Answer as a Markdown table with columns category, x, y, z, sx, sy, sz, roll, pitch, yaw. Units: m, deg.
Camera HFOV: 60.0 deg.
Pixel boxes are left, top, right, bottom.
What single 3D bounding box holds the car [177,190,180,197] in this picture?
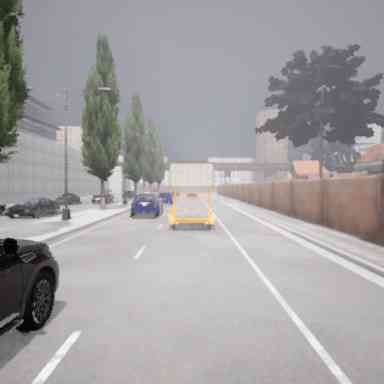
| category | x | y | z | sx | sy | sz | roll | pitch | yaw |
| --- | --- | --- | --- | --- | --- | --- | --- | --- | --- |
| car | -3.537 | 0.273 | 72.695 | 2.128 | 1.511 | 4.902 | 0 | 1 | 0 |

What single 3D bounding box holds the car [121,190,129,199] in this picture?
| category | x | y | z | sx | sy | sz | roll | pitch | yaw |
| --- | --- | --- | --- | --- | --- | --- | --- | --- | --- |
| car | -11.561 | 0.464 | 60.445 | 1.837 | 1.490 | 4.892 | 0 | 1 | 1 |

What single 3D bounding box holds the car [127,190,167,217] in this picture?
| category | x | y | z | sx | sy | sz | roll | pitch | yaw |
| --- | --- | --- | --- | --- | --- | --- | --- | --- | --- |
| car | -3.414 | 0.904 | 25.921 | 2.097 | 1.767 | 4.553 | 0 | 1 | 0 |

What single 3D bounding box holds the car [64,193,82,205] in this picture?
| category | x | y | z | sx | sy | sz | roll | pitch | yaw |
| --- | --- | --- | --- | --- | --- | --- | --- | --- | --- |
| car | -15.111 | 0.822 | 40.802 | 1.812 | 1.442 | 4.674 | 0 | 1 | 0 |

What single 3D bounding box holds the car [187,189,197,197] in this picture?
| category | x | y | z | sx | sy | sz | roll | pitch | yaw |
| --- | --- | --- | --- | --- | --- | --- | --- | --- | --- |
| car | -0.033 | 0.497 | 64.032 | 1.895 | 1.301 | 4.718 | 0 | 1 | 0 |

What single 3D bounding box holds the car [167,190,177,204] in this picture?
| category | x | y | z | sx | sy | sz | roll | pitch | yaw |
| --- | --- | --- | --- | --- | --- | --- | --- | --- | --- |
| car | -3.422 | 0.721 | 43.867 | 1.882 | 1.535 | 5.008 | 0 | 1 | 0 |

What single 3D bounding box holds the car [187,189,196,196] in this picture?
| category | x | y | z | sx | sy | sz | roll | pitch | yaw |
| --- | --- | --- | --- | --- | --- | --- | --- | --- | --- |
| car | -0.038 | 0.133 | 74.104 | 1.882 | 1.535 | 5.008 | 0 | 1 | 0 |

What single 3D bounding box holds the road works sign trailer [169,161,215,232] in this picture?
| category | x | y | z | sx | sy | sz | roll | pitch | yaw |
| --- | --- | --- | --- | --- | --- | --- | --- | --- | --- |
| road works sign trailer | -0.009 | 0.154 | 17.889 | 2.380 | 3.560 | 2.880 | 0 | 1 | 0 |

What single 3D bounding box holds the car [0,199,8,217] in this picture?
| category | x | y | z | sx | sy | sz | roll | pitch | yaw |
| --- | --- | --- | --- | --- | --- | --- | --- | --- | --- |
| car | -15.111 | 1.195 | 23.217 | 1.895 | 1.301 | 4.718 | 0 | 1 | 0 |

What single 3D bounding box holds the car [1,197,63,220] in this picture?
| category | x | y | z | sx | sy | sz | roll | pitch | yaw |
| --- | --- | --- | --- | --- | --- | --- | --- | --- | --- |
| car | -11.613 | 1.122 | 24.624 | 2.033 | 1.411 | 5.357 | 0 | 1 | 0 |

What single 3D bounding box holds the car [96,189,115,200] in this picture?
| category | x | y | z | sx | sy | sz | roll | pitch | yaw |
| --- | --- | --- | --- | --- | --- | --- | --- | --- | --- |
| car | -15.073 | 0.348 | 58.232 | 2.097 | 1.767 | 4.553 | 0 | 1 | 1 |

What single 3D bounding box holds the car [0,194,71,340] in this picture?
| category | x | y | z | sx | sy | sz | roll | pitch | yaw |
| --- | --- | --- | --- | --- | --- | --- | --- | --- | --- |
| car | -3.402 | 1.159 | 3.455 | 2.150 | 2.045 | 5.566 | 0 | 1 | 0 |

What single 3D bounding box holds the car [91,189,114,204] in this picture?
| category | x | y | z | sx | sy | sz | roll | pitch | yaw |
| --- | --- | --- | --- | --- | --- | --- | --- | --- | --- |
| car | -11.608 | 0.747 | 43.117 | 2.128 | 1.511 | 4.902 | 0 | 1 | 0 |
